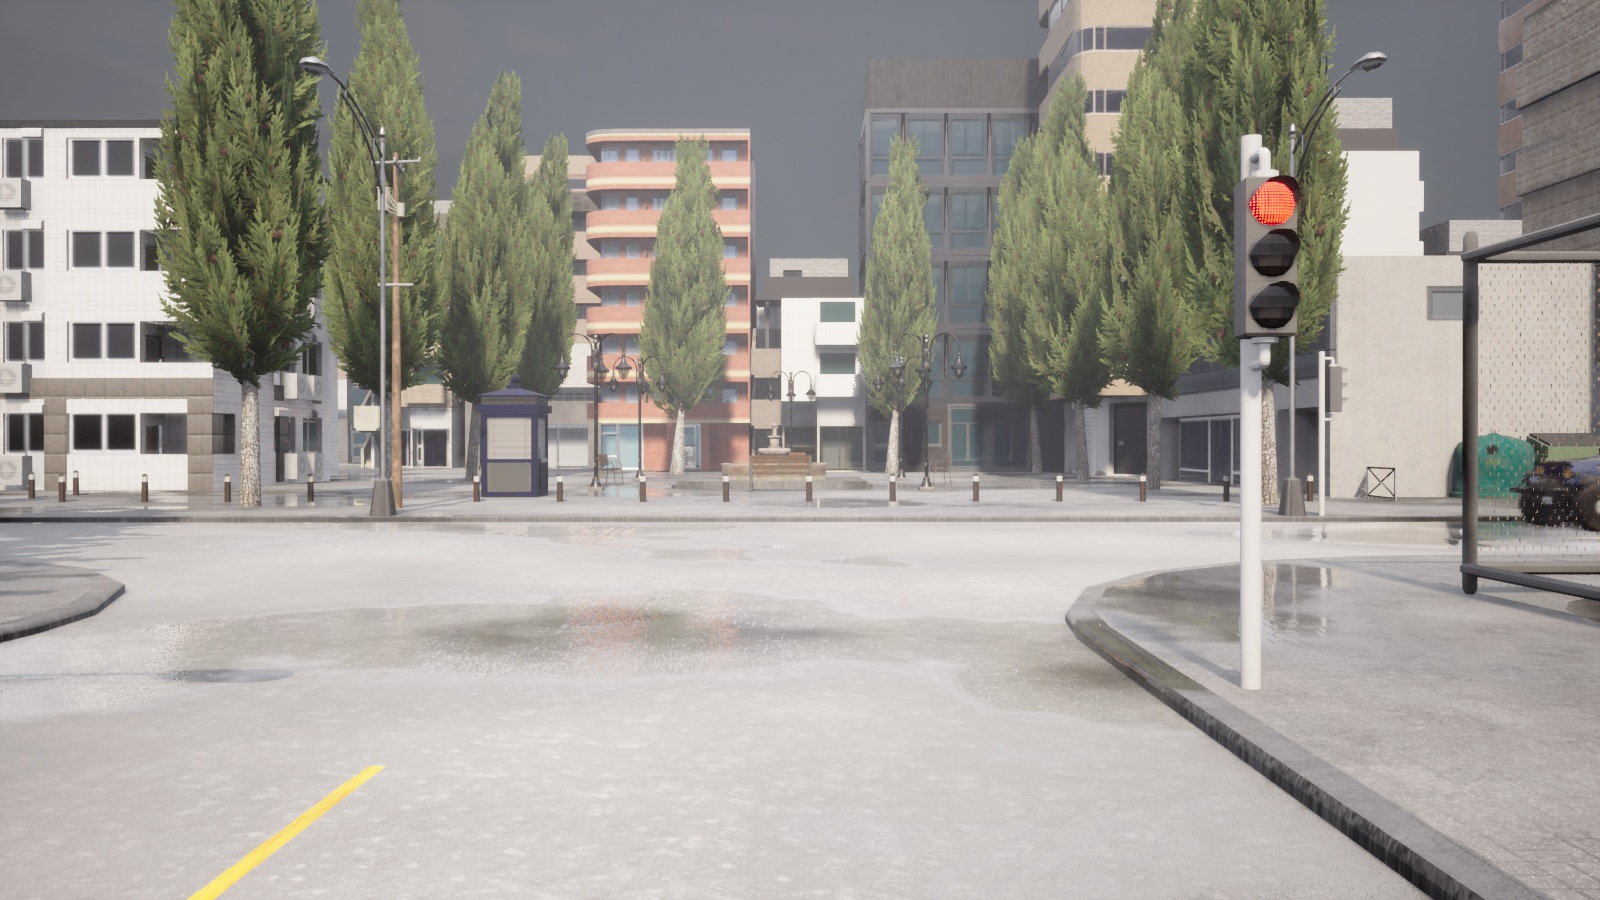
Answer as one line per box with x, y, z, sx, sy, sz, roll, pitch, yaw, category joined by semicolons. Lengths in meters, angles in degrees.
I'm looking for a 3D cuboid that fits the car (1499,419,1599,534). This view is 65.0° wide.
14.439;0.432;21.518;3.866;1.878;1.905;0;0;0;car
